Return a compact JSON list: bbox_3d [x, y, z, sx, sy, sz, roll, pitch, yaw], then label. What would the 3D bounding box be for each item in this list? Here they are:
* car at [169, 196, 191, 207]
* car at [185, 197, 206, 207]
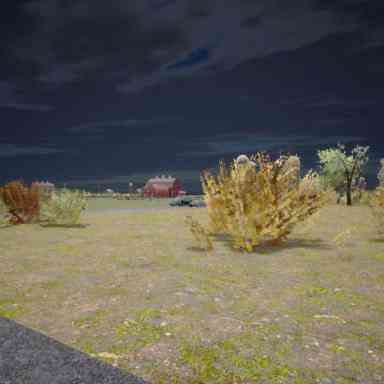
[{"bbox_3d":[-1.979,1.831,63.074,2.150,2.045,5.566,-1,-2,36],"label":"car"},{"bbox_3d":[1.316,2.119,61.541,1.994,1.385,4.181,-1,-1,36],"label":"car"}]
